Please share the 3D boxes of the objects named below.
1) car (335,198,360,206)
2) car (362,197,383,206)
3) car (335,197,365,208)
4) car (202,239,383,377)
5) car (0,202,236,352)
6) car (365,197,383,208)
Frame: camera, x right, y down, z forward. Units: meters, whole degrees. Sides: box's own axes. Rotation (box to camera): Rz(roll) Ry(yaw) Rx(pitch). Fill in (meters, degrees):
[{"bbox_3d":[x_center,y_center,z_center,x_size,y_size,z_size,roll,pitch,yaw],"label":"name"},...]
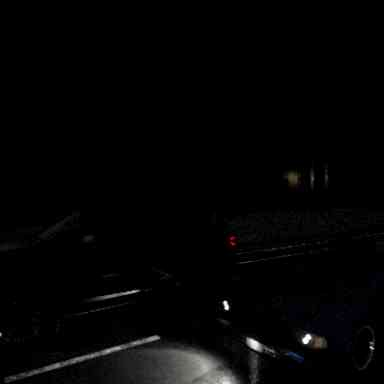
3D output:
[{"bbox_3d":[30.321,1.907,64.912,1.802,1.307,4.206,-1,0,-36],"label":"car"},{"bbox_3d":[33.473,1.746,60.498,1.967,1.590,4.097,-1,0,-36],"label":"car"},{"bbox_3d":[26.533,1.708,55.544,2.192,1.841,5.009,-1,0,-36],"label":"car"},{"bbox_3d":[2.962,1.578,5.800,5.357,1.411,2.033,0,0,-36],"label":"car"},{"bbox_3d":[-1.580,1.235,6.551,5.566,2.045,2.150,0,0,-36],"label":"car"},{"bbox_3d":[29.690,1.940,51.130,1.947,1.339,4.313,-1,0,-36],"label":"car"}]
